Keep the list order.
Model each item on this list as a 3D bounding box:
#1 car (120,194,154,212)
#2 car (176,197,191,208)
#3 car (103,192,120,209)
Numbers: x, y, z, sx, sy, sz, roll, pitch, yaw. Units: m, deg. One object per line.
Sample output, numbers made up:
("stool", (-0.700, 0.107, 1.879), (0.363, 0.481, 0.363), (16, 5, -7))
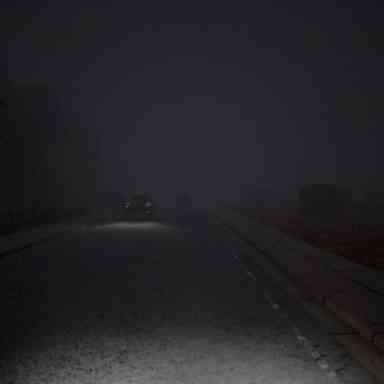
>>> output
("car", (-4.219, 0.983, 27.400), (2.097, 1.767, 4.553), (0, 0, -2))
("car", (-1.085, 1.363, 44.852), (1.994, 1.385, 4.181), (0, 0, -2))
("car", (-8.697, 1.036, 38.680), (1.905, 1.878, 3.866), (7, -3, -44))
